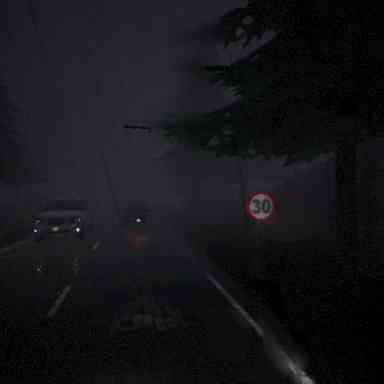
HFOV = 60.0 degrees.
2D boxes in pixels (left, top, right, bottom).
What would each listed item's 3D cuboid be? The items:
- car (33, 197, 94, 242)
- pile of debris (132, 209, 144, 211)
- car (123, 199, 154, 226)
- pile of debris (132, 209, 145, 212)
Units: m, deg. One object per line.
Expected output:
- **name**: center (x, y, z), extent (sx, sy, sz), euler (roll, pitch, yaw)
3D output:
- **car**: center (-6.542, 1.291, 17.520), extent (2.150, 2.045, 5.566), euler (-1, 0, -10)
- **pile of debris**: center (-6.740, 2.212, 41.734), extent (1.500, 0.140, 1.860), euler (-1, 0, -9)
- **car**: center (-3.813, 1.527, 23.608), extent (1.837, 1.490, 4.892), euler (-1, 1, -9)
- **pile of debris**: center (-6.436, 2.210, 39.757), extent (1.500, 0.140, 1.860), euler (-1, 0, -9)
